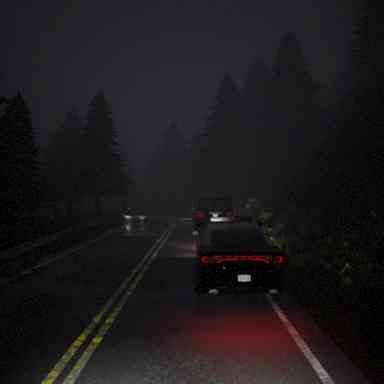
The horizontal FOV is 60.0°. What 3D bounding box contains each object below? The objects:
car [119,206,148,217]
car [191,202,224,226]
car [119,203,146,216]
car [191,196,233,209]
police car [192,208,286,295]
[{"bbox_3d":[-8.065,2.717,45.552,1.994,1.385,4.181,4,-8,-40],"label":"car"},{"bbox_3d":[1.066,1.579,25.142,1.837,1.490,4.892,1,0,-5],"label":"car"},{"bbox_3d":[-6.909,1.921,37.200,1.812,1.442,4.674,3,-5,-27],"label":"car"},{"bbox_3d":[1.191,1.263,18.887,2.150,2.045,5.566,0,0,1],"label":"car"},{"bbox_3d":[1.037,1.442,8.926,1.930,1.638,5.238,0,0,1],"label":"police car"}]
